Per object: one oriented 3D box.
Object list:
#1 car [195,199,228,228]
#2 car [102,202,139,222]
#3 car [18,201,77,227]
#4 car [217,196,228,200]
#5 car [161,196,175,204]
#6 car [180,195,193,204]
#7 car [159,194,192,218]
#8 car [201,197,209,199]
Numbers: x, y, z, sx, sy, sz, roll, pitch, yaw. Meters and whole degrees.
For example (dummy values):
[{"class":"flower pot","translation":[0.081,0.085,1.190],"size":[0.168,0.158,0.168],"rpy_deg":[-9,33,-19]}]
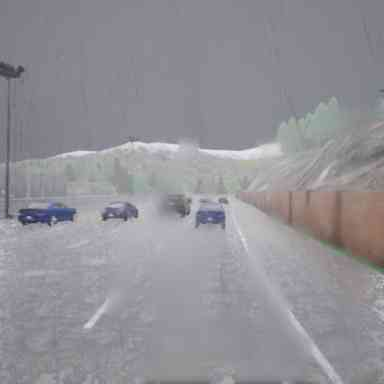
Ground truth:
[{"class":"car","translation":[1.317,1.502,22.696],"size":[1.882,1.535,5.008],"rpy_deg":[1,0,6]},{"class":"car","translation":[-5.430,1.457,25.503],"size":[1.812,1.442,4.674],"rpy_deg":[1,0,6]},{"class":"car","translation":[-9.301,1.354,21.912],"size":[1.882,1.535,5.008],"rpy_deg":[1,0,5]},{"class":"car","translation":[5.986,1.605,64.147],"size":[1.837,1.490,4.892],"rpy_deg":[1,0,6]},{"class":"car","translation":[-4.585,1.516,64.022],"size":[1.994,1.385,4.181],"rpy_deg":[1,0,6]},{"class":"car","translation":[-1.034,1.480,64.259],"size":[1.882,1.535,5.008],"rpy_deg":[1,0,6]},{"class":"car","translation":[-1.480,1.208,30.015],"size":[2.150,2.045,5.566],"rpy_deg":[1,0,6]},{"class":"car","translation":[2.508,1.652,64.324],"size":[1.895,1.301,4.718],"rpy_deg":[1,0,6]}]
